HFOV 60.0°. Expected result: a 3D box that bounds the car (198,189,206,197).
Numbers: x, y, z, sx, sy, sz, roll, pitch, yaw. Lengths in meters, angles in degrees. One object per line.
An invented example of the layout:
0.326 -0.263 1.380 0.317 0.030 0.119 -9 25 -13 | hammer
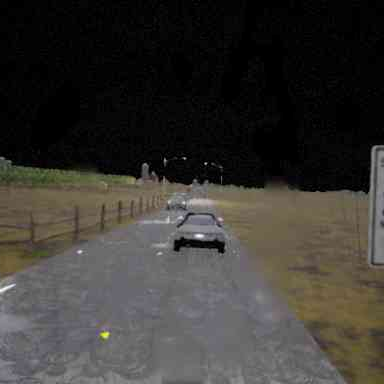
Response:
2.647 0.631 88.799 2.128 1.511 4.902 2 1 2 | car

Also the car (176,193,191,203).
-1.264 0.880 51.123 1.994 1.385 4.181 2 1 2 | car

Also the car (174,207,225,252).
0.334 1.560 14.042 1.994 1.385 4.181 2 0 2 | car

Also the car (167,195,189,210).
-1.662 1.124 38.359 2.097 1.767 4.553 2 1 2 | car
